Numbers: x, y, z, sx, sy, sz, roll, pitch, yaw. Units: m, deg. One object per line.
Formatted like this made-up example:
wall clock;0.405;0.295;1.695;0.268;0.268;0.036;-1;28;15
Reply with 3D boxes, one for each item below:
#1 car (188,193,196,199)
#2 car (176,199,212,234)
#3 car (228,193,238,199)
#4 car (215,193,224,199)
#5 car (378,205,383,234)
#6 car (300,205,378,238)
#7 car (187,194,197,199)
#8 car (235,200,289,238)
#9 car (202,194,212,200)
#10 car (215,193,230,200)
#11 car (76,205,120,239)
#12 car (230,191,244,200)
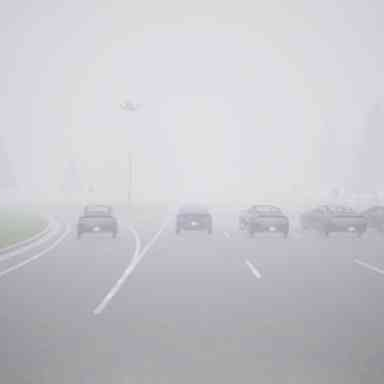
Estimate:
car;-0.003;1.039;85.165;1.895;1.301;4.718;0;0;0
car;0.099;1.392;18.796;1.882;1.535;5.008;0;0;0
car;10.497;0.968;85.127;1.812;1.442;4.674;0;0;0
car;6.997;0.997;85.144;1.994;1.385;4.181;0;0;0
car;10.599;1.443;18.269;1.812;1.442;4.674;0;0;0
car;7.098;1.413;17.232;2.128;1.511;4.902;0;0;0
car;-0.003;1.147;76.205;1.837;1.490;4.892;0;0;0
car;3.598;1.413;17.232;2.128;1.511;4.902;0;0;0
car;3.497;1.206;76.466;1.994;1.385;4.181;0;0;0
car;6.997;1.179;76.558;2.128;1.511;4.902;0;0;0
car;-4.804;1.414;17.117;2.128;1.511;4.902;0;0;-14
car;10.497;0.884;75.435;2.150;2.045;5.566;0;0;0
